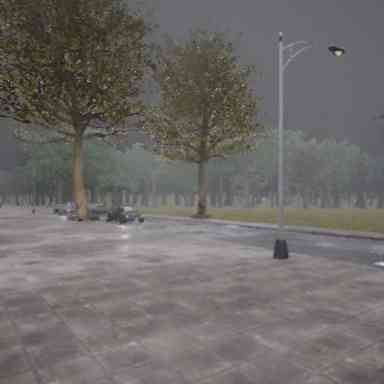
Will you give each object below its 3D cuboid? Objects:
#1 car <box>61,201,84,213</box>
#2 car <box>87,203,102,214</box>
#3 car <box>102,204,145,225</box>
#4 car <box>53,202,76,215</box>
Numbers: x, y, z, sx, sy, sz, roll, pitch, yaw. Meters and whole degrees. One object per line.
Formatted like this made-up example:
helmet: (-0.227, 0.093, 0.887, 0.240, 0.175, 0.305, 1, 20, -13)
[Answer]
car: (-18.298, 2.272, 50.835, 2.097, 1.767, 4.553, 0, -1, -35)
car: (-12.505, 2.204, 42.752, 2.128, 1.511, 4.902, 0, -1, -35)
car: (-5.721, 1.930, 28.151, 1.812, 1.442, 4.674, 0, -1, -35)
car: (-17.194, 2.306, 44.518, 2.128, 1.511, 4.902, 0, -1, -35)
